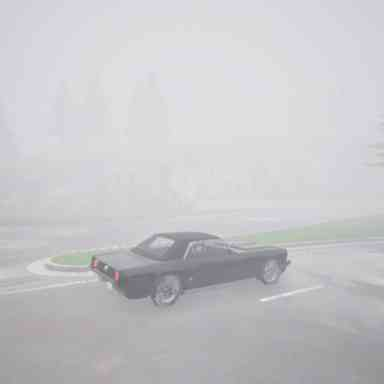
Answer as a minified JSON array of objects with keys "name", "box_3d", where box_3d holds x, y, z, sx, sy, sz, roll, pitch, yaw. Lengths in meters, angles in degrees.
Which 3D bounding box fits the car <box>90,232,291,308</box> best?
[{"name":"car","box_3d":[0.168,1.626,7.996,4.718,1.301,1.895,0,0,-33]}]
